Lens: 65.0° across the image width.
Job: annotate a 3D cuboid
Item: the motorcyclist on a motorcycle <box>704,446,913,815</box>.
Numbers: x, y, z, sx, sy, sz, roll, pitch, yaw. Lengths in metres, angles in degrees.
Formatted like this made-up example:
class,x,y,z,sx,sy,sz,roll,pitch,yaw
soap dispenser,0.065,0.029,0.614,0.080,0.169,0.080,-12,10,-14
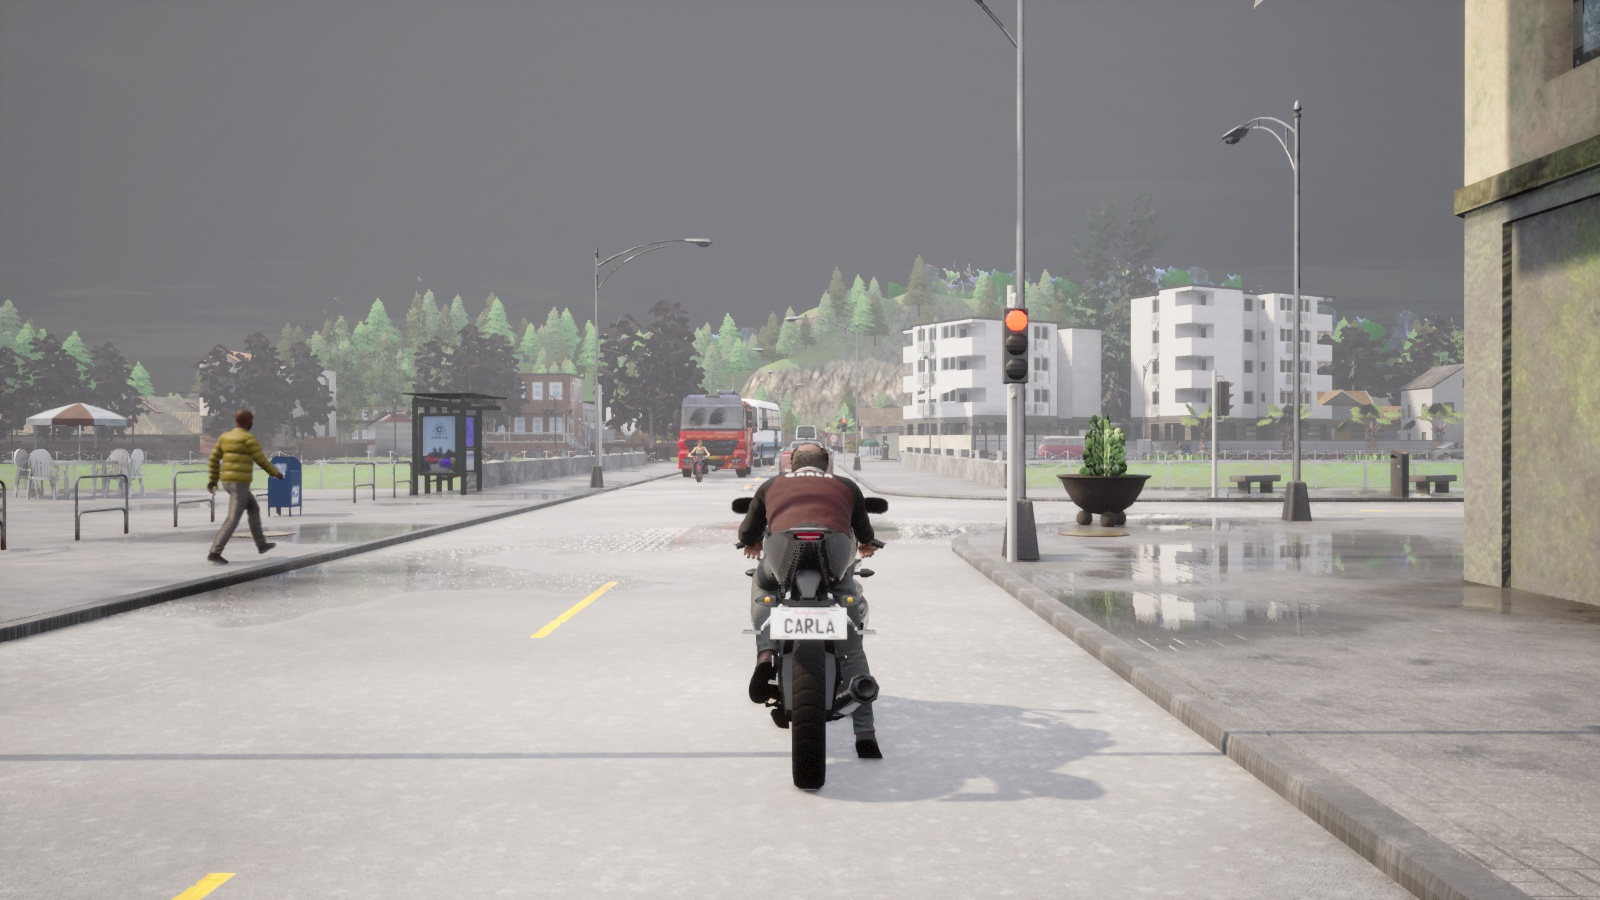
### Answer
class,x,y,z,sx,sy,sz,roll,pitch,yaw
motorcyclist on a motorcycle,0.047,0.746,6.323,0.866,1.530,2.191,0,0,1

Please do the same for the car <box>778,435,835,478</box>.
class,x,y,z,sx,sy,sz,roll,pitch,yaw
car,0.259,0.241,50.335,2.152,1.651,5.027,0,0,0

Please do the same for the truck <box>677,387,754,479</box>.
class,x,y,z,sx,sy,sz,roll,pitch,yaw
truck,-3.704,-0.742,56.921,2.891,3.827,8.468,0,0,0

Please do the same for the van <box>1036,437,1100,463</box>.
class,x,y,z,sx,sy,sz,roll,pitch,yaw
van,20.241,-0.021,95.067,4.442,1.987,1.775,0,0,0

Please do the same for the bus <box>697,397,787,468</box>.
class,x,y,z,sx,sy,sz,roll,pitch,yaw
bus,-3.520,-1.084,79.952,3.944,4.253,10.273,0,0,7

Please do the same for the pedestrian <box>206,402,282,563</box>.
class,x,y,z,sx,sy,sz,roll,pitch,yaw
pedestrian,-6.499,0.368,14.693,0.370,1.835,0.726,0,0,29
